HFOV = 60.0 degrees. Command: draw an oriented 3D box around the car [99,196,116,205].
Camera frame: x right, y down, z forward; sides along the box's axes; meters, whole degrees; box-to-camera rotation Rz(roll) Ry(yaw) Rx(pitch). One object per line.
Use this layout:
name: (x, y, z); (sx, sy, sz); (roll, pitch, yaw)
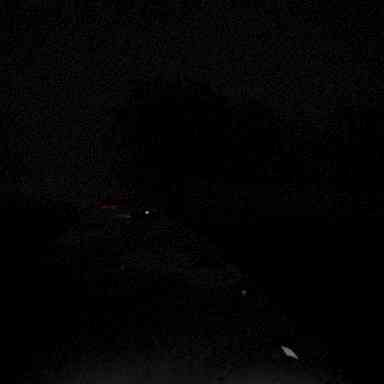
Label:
car: (-12.787, 1.263, 50.056); (1.895, 1.301, 4.718); (0, 1, -23)

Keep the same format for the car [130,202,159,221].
car: (-3.975, 1.519, 27.290); (1.994, 1.385, 4.181); (0, 0, -16)
